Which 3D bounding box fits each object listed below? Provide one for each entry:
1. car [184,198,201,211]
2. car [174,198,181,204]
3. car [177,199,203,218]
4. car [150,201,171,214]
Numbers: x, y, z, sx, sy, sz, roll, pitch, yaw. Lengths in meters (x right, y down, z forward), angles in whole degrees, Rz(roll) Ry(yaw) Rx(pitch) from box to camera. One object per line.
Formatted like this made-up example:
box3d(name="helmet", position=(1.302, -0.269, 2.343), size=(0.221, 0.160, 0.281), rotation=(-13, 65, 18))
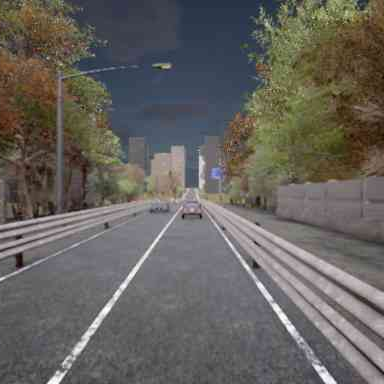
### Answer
box3d(name="car", position=(0.058, 1.621, 44.405), size=(2.128, 1.511, 4.902), rotation=(0, -1, 0))
box3d(name="car", position=(-3.234, 2.144, 77.142), size=(1.812, 1.442, 4.674), rotation=(0, -1, 0))
box3d(name="car", position=(0.013, 1.557, 29.921), size=(2.033, 1.411, 5.357), rotation=(0, 0, 0))
box3d(name="car", position=(-3.336, 1.612, 35.844), size=(1.994, 1.385, 4.181), rotation=(0, 0, 0))
